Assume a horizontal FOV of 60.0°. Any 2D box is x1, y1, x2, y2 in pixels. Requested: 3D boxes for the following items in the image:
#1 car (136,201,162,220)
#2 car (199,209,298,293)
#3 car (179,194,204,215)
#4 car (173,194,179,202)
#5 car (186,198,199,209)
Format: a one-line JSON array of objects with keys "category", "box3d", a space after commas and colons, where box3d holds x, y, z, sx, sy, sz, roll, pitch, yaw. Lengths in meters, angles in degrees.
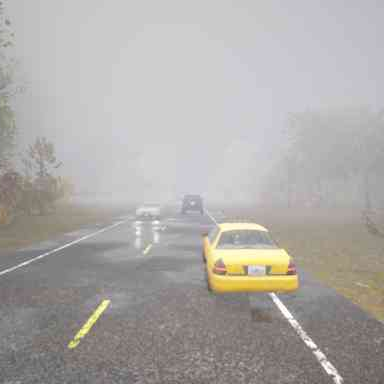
[{"category": "car", "box3d": [-3.590, 1.543, 28.417, 1.812, 1.442, 4.674, 0, 0, 0]}, {"category": "car", "box3d": [1.228, 1.455, 8.854, 1.801, 1.575, 5.366, 0, 0, 0]}, {"category": "car", "box3d": [0.082, 1.258, 35.099, 2.150, 2.045, 5.566, 0, 0, 1]}, {"category": "car", "box3d": [-3.469, 1.402, 81.241, 2.150, 2.045, 5.566, 0, -1, 0]}, {"category": "car", "box3d": [0.053, 1.600, 48.293, 1.812, 1.442, 4.674, 0, 0, 1]}]
